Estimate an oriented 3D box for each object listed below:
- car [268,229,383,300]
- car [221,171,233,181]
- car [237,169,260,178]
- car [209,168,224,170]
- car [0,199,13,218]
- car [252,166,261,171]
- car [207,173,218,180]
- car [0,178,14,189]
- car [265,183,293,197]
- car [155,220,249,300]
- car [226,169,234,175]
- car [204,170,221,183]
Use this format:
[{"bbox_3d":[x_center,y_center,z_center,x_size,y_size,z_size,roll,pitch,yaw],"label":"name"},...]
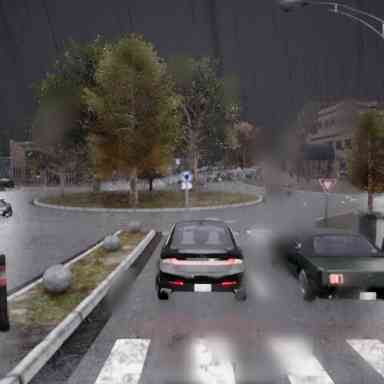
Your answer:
[{"bbox_3d":[3.216,1.562,8.228,1.895,1.301,4.718,0,1,1],"label":"car"},{"bbox_3d":[7.445,-3.264,72.147,1.837,1.490,4.892,0,5,7],"label":"car"},{"bbox_3d":[13.184,-3.996,79.488,4.892,1.521,2.231,1,5,10],"label":"car"},{"bbox_3d":[6.205,-4.613,84.862,2.097,1.767,4.553,1,6,10],"label":"car"},{"bbox_3d":[-13.232,0.843,21.001,4.902,1.511,2.128,3,5,35],"label":"car"},{"bbox_3d":[14.610,-5.026,87.559,5.566,2.045,2.435,1,6,10],"label":"car"},{"bbox_3d":[4.754,-3.551,75.837,1.994,1.385,4.181,1,5,9],"label":"car"},{"bbox_3d":[-29.566,-1.371,51.438,5.008,1.535,1.882,2,5,34],"label":"car"},{"bbox_3d":[9.483,-0.302,36.616,2.128,1.511,4.902,0,4,-5],"label":"car"},{"bbox_3d":[0.222,1.449,8.318,2.128,1.511,4.902,0,1,1],"label":"car"},{"bbox_3d":[11.008,-5.330,94.620,1.895,1.301,4.718,1,6,12],"label":"car"},{"bbox_3d":[3.972,-2.825,65.906,2.097,1.767,4.553,0,5,1],"label":"car"}]
